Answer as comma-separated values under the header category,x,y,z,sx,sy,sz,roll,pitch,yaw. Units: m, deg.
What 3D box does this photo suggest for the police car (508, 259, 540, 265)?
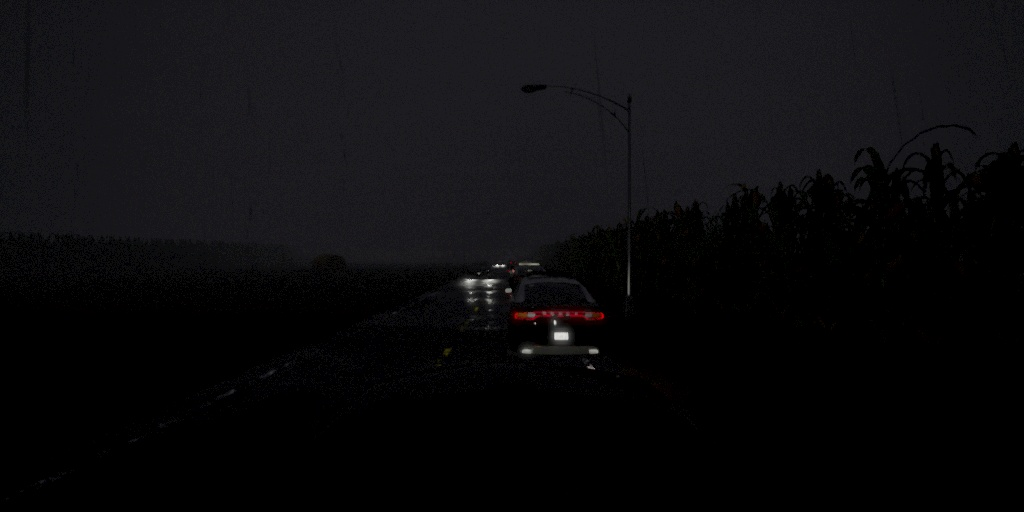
category,x,y,z,sx,sy,sz,roll,pitch,yaw
police car,0.892,1.152,18.720,1.930,1.638,5.238,0,0,0

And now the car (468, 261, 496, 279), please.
category,x,y,z,sx,sy,sz,roll,pitch,yaw
car,-2.730,1.203,32.033,1.837,1.490,4.892,0,0,0

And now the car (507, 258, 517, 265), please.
category,x,y,z,sx,sy,sz,roll,pitch,yaw
car,0.914,1.066,24.579,2.097,1.767,4.553,0,0,0

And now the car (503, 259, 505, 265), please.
category,x,y,z,sx,sy,sz,roll,pitch,yaw
car,0.249,1.139,51.232,2.128,1.511,4.902,0,0,1

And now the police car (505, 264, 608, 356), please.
category,x,y,z,sx,sy,sz,roll,pitch,yaw
police car,0.854,1.168,8.720,1.930,1.638,5.238,0,0,0
